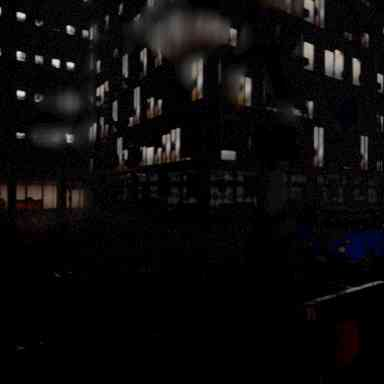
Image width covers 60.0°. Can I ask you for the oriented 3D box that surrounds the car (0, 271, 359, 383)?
[{"bbox_3d":[-0.588,1.572,2.983,4.718,1.301,1.895,0,1,-36],"label":"car"}]

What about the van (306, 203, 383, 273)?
[{"bbox_3d":[5.187,1.245,10.017,3.998,1.788,1.690,0,1,-33],"label":"van"}]
